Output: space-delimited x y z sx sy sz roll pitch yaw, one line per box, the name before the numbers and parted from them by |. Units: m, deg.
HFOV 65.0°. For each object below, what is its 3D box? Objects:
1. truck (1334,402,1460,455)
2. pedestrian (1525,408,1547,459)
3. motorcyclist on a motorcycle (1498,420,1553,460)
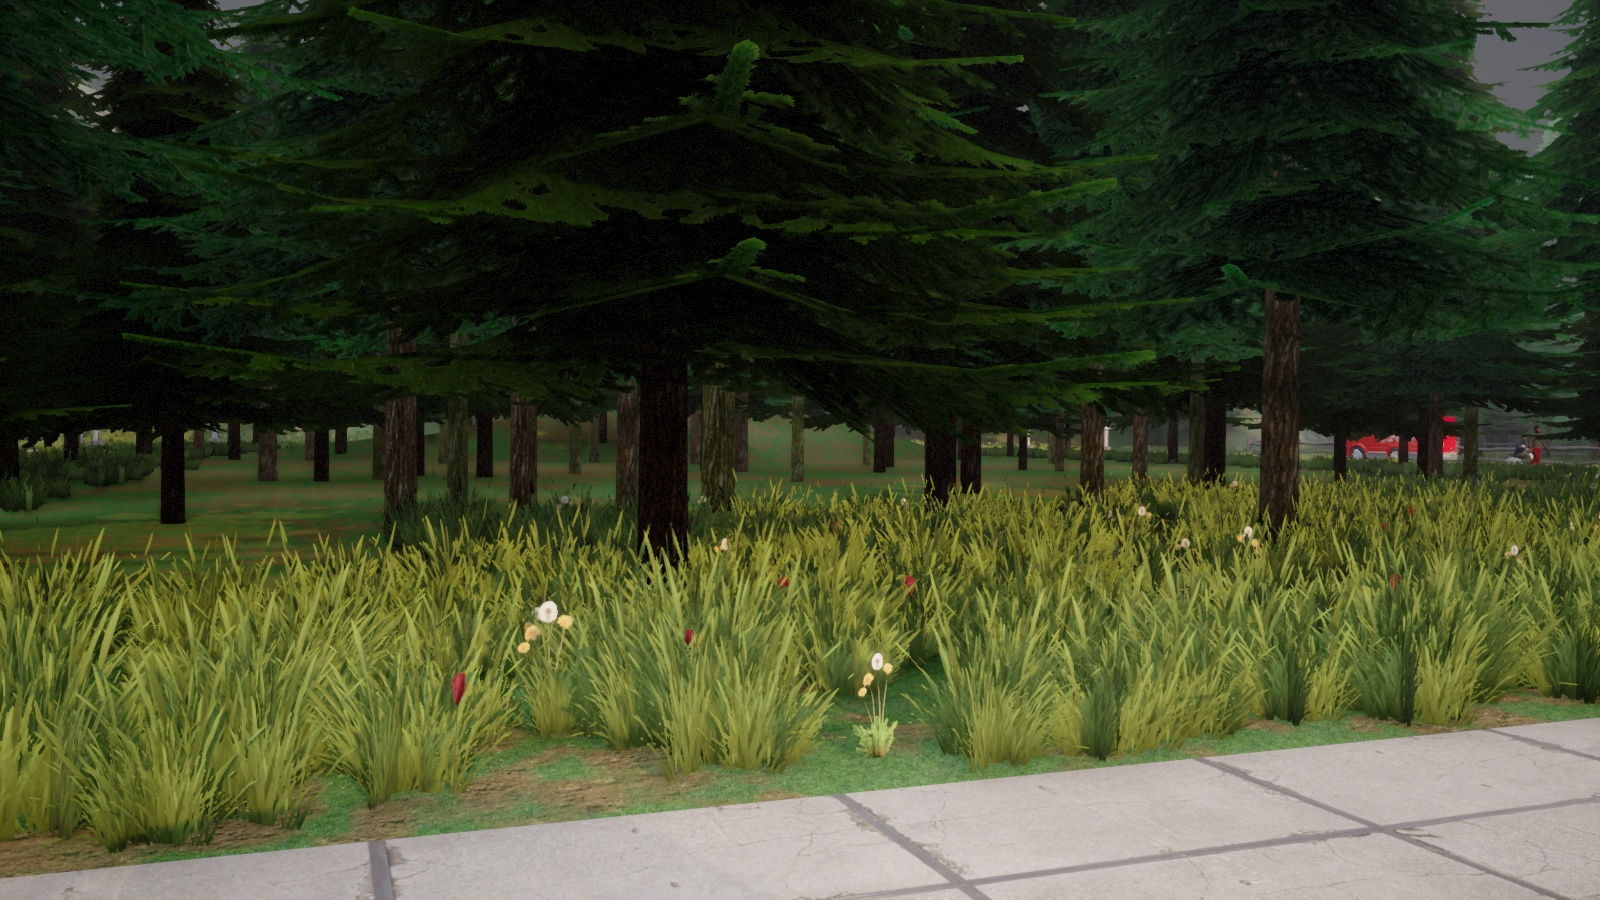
truck | 29.177 -1.038 61.588 2.627 2.467 5.204 -1 1 -20
pedestrian | 26.809 -0.601 45.745 0.353 1.847 0.614 -1 1 -9
motorcyclist on a motorcycle | 29.323 -0.418 50.770 0.866 1.590 1.817 -1 1 -20
